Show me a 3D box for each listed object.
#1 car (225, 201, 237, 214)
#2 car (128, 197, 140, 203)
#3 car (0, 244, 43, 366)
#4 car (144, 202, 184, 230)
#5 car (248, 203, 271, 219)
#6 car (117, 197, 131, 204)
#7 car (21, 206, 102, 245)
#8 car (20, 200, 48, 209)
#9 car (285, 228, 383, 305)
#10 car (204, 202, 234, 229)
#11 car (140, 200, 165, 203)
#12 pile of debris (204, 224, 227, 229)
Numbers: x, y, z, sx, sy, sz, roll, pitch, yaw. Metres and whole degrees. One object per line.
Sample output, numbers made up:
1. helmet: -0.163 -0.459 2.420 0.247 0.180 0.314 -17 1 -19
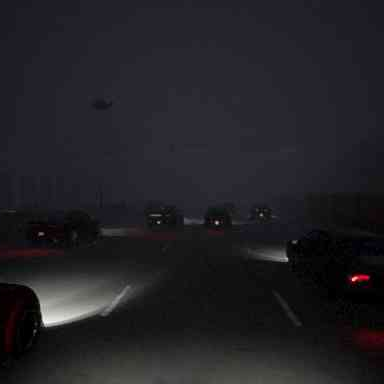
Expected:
1. car: 4.578 1.928 41.907 1.837 1.490 4.892 0 0 9
2. car: -9.797 2.125 62.346 1.994 1.385 4.181 0 -1 10
3. car: -3.310 1.583 3.446 1.994 1.385 4.181 0 0 1
4. car: -1.728 1.705 23.062 2.128 1.511 4.902 0 0 8
5. car: 6.664 1.849 32.584 1.837 1.490 4.892 0 0 8
6. car: -12.702 1.852 65.937 2.097 1.767 4.553 0 -1 10
7. car: -6.036 1.606 16.295 1.882 1.535 5.008 0 0 5
8. car: -22.911 1.883 48.349 1.812 1.442 4.674 0 0 10
9. car: 3.835 1.648 8.501 2.033 1.411 5.357 0 -1 3
10. car: 1.931 1.743 23.998 1.837 1.490 4.892 0 0 7
11. car: -3.531 1.674 35.385 2.097 1.767 4.553 0 -1 9
12. pile of debris: 1.650 2.403 22.989 1.500 0.140 1.860 0 -1 8
